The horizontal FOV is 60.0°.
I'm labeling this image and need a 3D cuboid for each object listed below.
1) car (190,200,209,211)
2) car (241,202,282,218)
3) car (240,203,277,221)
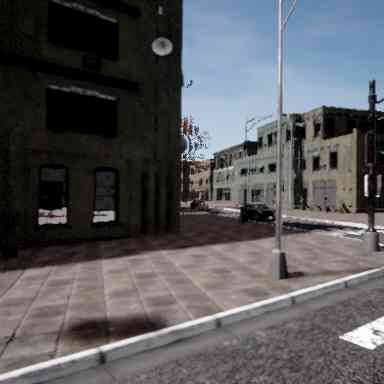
[{"bbox_3d":[0.957,1.720,43.449,1.802,1.307,4.206,1,-1,-16],"label":"car"},{"bbox_3d":[6.676,1.714,32.452,1.895,1.301,4.718,1,-1,-16],"label":"car"},{"bbox_3d":[5.412,1.613,27.424,1.947,1.339,4.313,1,-1,-16],"label":"car"}]
